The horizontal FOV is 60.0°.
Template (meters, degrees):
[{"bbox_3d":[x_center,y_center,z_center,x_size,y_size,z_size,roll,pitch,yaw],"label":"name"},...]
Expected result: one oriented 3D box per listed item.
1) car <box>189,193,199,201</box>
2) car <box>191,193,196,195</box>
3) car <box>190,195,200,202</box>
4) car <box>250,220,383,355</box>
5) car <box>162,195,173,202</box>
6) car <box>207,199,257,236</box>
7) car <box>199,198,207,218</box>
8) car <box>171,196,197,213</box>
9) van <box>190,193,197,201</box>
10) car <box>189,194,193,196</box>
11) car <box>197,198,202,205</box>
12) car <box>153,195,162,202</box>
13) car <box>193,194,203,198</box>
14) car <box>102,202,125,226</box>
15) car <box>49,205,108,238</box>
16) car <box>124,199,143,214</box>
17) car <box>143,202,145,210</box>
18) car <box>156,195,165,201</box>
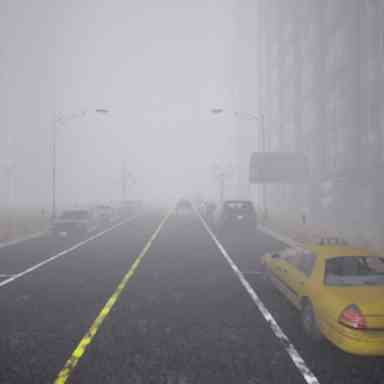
[{"bbox_3d":[0.523,1.255,80.245,2.192,1.841,5.009,0,0,-2],"label":"car"},{"bbox_3d":[1.142,1.398,57.688,1.967,1.590,4.097,0,0,-2],"label":"car"},{"bbox_3d":[0.677,1.496,74.606,2.008,1.369,4.403,0,0,-2],"label":"car"},{"bbox_3d":[2.517,1.510,6.267,1.752,1.417,4.829,0,0,-2],"label":"car"},{"bbox_3d":[-4.984,1.434,73.161,1.895,1.301,4.718,0,0,-2],"label":"car"},{"bbox_3d":[2.227,1.296,18.213,2.192,1.841,5.009,0,0,-2],"label":"car"},{"bbox_3d":[1.917,1.521,29.491,1.887,1.381,4.507,0,0,-2],"label":"car"},{"bbox_3d":[-0.892,1.477,37.138,2.128,1.511,4.902,0,0,-2],"label":"car"},{"bbox_3d":[0.368,1.276,85.885,1.690,1.788,3.998,0,0,-2],"label":"van"},{"bbox_3d":[-1.221,1.505,49.083,1.812,1.442,4.674,0,0,-2],"label":"car"},{"bbox_3d":[1.762,1.555,35.130,1.802,1.307,4.206,0,0,-2],"label":"car"},{"bbox_3d":[-7.699,1.434,74.347,1.967,1.590,4.097,0,0,-2],"label":"car"},{"bbox_3d":[1.297,1.507,52.049,1.887,1.381,4.507,0,0,-2],"label":"car"},{"bbox_3d":[-6.304,1.578,23.581,2.008,1.369,4.403,0,0,-2],"label":"car"},{"bbox_3d":[-6.149,1.596,17.940,1.947,1.339,4.313,0,0,-2],"label":"car"},{"bbox_3d":[-6.614,1.604,34.862,1.802,1.307,4.206,0,0,-2],"label":"car"},{"bbox_3d":[-6.769,1.563,40.502,1.887,1.381,4.507,0,0,-2],"label":"car"},{"bbox_3d":[-8.010,1.534,85.629,2.008,1.369,4.403,0,0,-2],"label":"car"}]
